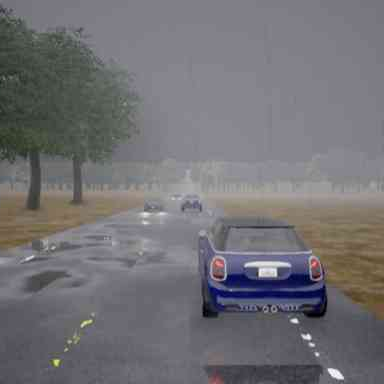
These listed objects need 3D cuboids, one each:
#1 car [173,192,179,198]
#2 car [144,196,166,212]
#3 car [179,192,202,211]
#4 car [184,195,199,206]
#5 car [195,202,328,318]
[{"bbox_3d":[-3.668,0.660,81.587,1.882,1.535,5.008,0,0,0],"label":"car"},{"bbox_3d":[-3.665,1.186,33.377,1.837,1.490,4.892,0,1,0],"label":"car"},{"bbox_3d":[-0.005,1.015,35.260,2.097,1.767,4.553,0,1,0],"label":"car"},{"bbox_3d":[-0.054,1.114,46.359,1.994,1.385,4.181,0,1,0],"label":"car"},{"bbox_3d":[1.210,1.282,7.446,2.097,1.767,4.553,0,1,0],"label":"car"}]
